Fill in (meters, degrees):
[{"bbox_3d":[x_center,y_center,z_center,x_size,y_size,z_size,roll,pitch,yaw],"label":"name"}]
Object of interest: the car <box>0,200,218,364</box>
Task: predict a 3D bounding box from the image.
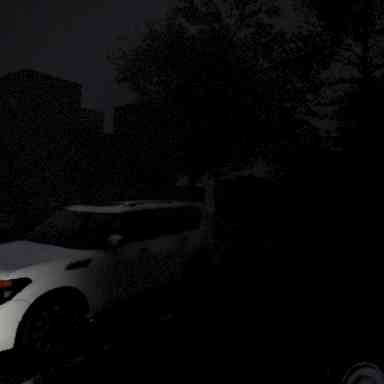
[{"bbox_3d":[-1.612,1.205,6.399,2.435,2.045,5.566,0,0,36],"label":"car"}]
